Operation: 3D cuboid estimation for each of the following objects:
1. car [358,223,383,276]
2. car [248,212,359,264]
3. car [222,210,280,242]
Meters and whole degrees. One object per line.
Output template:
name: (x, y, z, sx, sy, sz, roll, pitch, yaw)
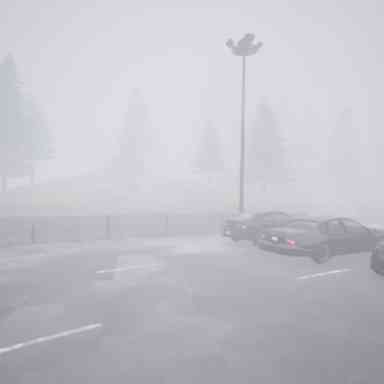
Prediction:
car: (6.773, 1.569, 8.831, 4.181, 1.385, 1.994, 0, 0, -27)
car: (4.875, 1.555, 11.809, 5.357, 1.411, 2.033, 0, 0, -28)
car: (3.581, 1.541, 15.058, 4.674, 1.442, 1.812, 0, 0, -27)
